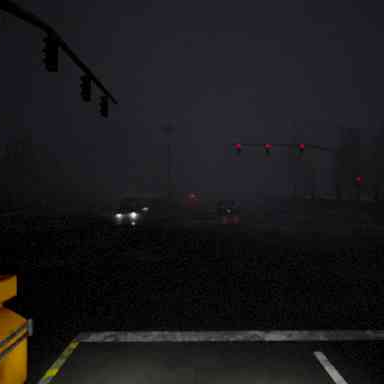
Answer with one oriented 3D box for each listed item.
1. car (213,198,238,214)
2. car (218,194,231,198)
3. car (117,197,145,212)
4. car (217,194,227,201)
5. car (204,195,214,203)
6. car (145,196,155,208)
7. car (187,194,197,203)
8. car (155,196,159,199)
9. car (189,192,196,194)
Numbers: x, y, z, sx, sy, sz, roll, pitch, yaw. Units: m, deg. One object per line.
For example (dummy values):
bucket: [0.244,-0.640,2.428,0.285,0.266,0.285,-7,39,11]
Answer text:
car: [3.644,1.576,35.123,1.895,1.301,4.718,0,0,0]
car: [7.085,1.431,68.177,1.882,1.535,5.008,0,0,0]
car: [-7.042,1.326,37.636,2.097,1.767,4.553,0,0,0]
car: [7.098,1.303,78.597,1.812,1.442,4.674,0,0,0]
car: [3.585,1.431,68.182,1.882,1.535,5.008,0,0,0]
car: [-7.026,1.514,48.246,2.033,1.411,5.357,0,0,0]
car: [0.086,1.554,68.633,1.895,1.301,4.718,0,0,0]
car: [-6.989,1.485,59.851,1.812,1.442,4.674,0,0,-1]
car: [0.098,1.004,78.636,2.150,2.045,5.566,0,0,0]
